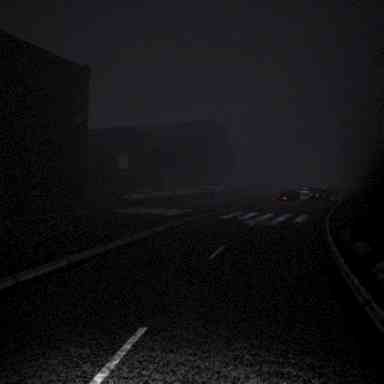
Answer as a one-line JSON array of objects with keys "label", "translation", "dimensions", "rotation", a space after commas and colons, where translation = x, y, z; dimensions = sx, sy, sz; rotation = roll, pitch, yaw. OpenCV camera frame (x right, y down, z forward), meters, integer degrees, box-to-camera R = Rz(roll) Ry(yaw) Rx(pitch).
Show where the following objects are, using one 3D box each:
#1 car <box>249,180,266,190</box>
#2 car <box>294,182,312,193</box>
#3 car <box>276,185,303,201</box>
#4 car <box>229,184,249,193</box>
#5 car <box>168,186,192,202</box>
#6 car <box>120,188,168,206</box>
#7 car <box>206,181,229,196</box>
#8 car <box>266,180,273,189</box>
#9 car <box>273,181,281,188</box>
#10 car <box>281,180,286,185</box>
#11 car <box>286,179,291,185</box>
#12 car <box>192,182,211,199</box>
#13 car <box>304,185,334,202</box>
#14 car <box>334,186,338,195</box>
[{"label": "car", "translation": [12.647, -1.171, 67.195], "dimensions": [2.231, 1.521, 4.892], "rotation": [1, 3, 27]}, {"label": "car", "translation": [16.932, -0.379, 49.336], "dimensions": [2.128, 1.511, 4.902], "rotation": [1, 3, 27]}, {"label": "car", "translation": [10.890, 0.272, 37.389], "dimensions": [1.895, 1.301, 4.718], "rotation": [1, 3, 27]}, {"label": "car", "translation": [7.681, -0.696, 57.292], "dimensions": [2.163, 1.488, 4.792], "rotation": [1, 3, 27]}, {"label": "car", "translation": [-2.334, 0.173, 37.297], "dimensions": [1.946, 1.575, 5.366], "rotation": [1, 3, 27]}, {"label": "car", "translation": [-4.815, 0.398, 32.368], "dimensions": [1.946, 1.575, 5.366], "rotation": [1, 3, 27]}, {"label": "car", "translation": [2.740, -0.532, 47.410], "dimensions": [2.435, 2.045, 5.566], "rotation": [1, 3, 27]}, {"label": "car", "translation": [15.102, -1.645, 72.089], "dimensions": [2.435, 2.045, 5.566], "rotation": [1, 3, 27]}, {"label": "car", "translation": [19.270, -1.773, 80.540], "dimensions": [2.231, 1.521, 4.892], "rotation": [1, 3, 27]}, {"label": "car", "translation": [22.396, -2.053, 86.654], "dimensions": [1.946, 1.575, 5.366], "rotation": [1, 3, 27]}, {"label": "car", "translation": [24.965, -2.407, 91.778], "dimensions": [2.185, 1.767, 4.553], "rotation": [1, 3, 27]}, {"label": "car", "translation": [0.139, -0.050, 42.233], "dimensions": [1.946, 1.575, 5.366], "rotation": [1, 3, 27]}, {"label": "car", "translation": [13.906, 0.252, 36.160], "dimensions": [2.033, 1.411, 5.357], "rotation": [1, 3, 27]}, {"label": "car", "translation": [19.993, -0.278, 48.189], "dimensions": [1.994, 1.385, 4.181], "rotation": [1, 3, 27]}]
